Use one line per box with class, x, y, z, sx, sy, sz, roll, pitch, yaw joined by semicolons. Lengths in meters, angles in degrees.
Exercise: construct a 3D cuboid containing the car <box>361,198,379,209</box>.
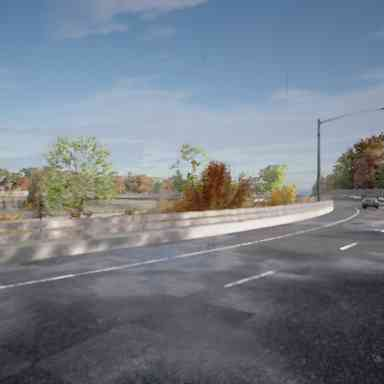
car;25.016;1.545;46.840;2.128;1.511;4.902;0;0;23
